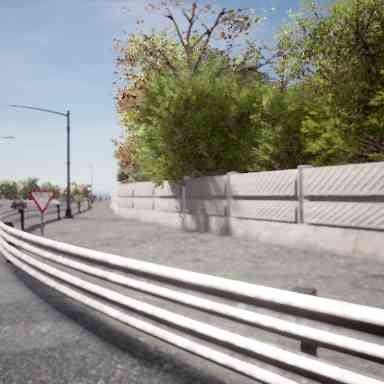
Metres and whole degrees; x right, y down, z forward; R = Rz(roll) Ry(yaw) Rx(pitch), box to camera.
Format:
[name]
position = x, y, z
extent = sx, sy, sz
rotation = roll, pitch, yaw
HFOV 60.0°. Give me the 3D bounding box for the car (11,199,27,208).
[car]
position = -31.664, 2.022, 61.001
extent = 2.097, 1.767, 4.553
rotation = 0, 0, -20
